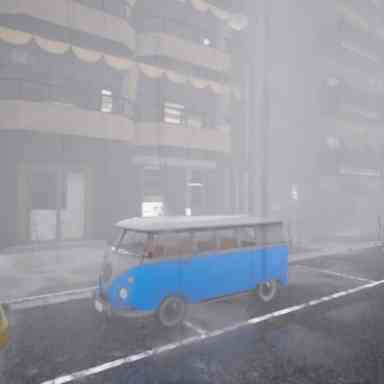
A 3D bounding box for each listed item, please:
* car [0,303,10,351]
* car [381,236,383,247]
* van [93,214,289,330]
[{"bbox_3d":[-4.585,1.511,3.284,4.829,1.417,1.752,0,0,-36],"label":"car"},{"bbox_3d":[9.308,1.641,13.198,4.829,1.417,1.752,1,0,-36],"label":"car"},{"bbox_3d":[0.185,1.370,6.685,3.998,1.788,1.690,0,0,-36],"label":"van"}]
